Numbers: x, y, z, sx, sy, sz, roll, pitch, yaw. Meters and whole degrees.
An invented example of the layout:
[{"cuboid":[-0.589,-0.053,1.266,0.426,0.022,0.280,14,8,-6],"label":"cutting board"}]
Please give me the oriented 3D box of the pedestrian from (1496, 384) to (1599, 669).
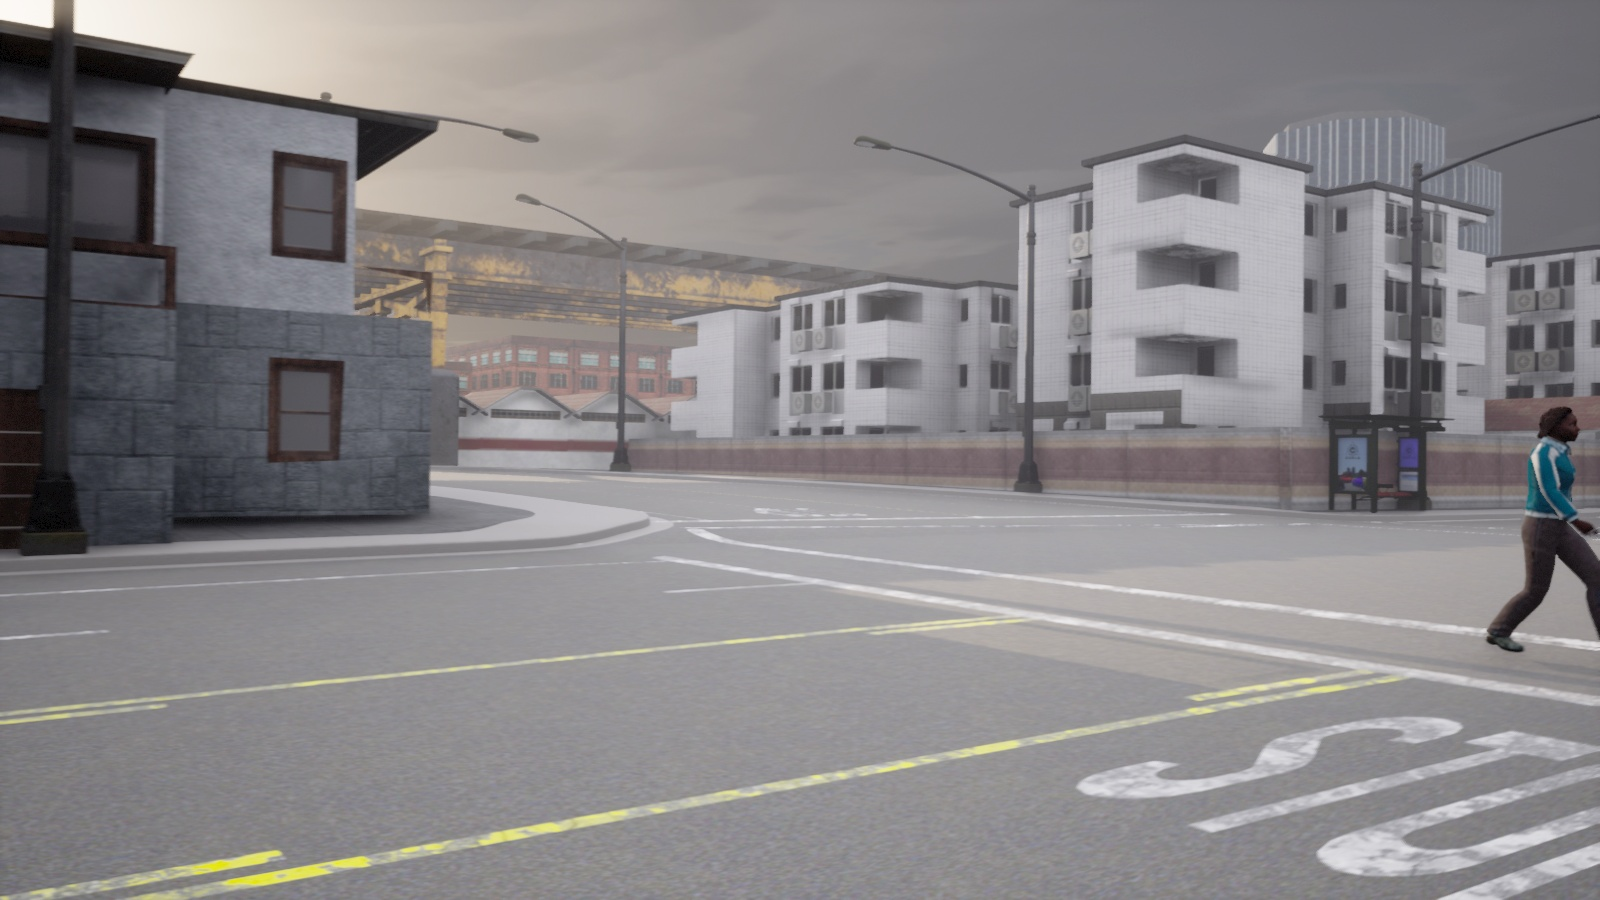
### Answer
[{"cuboid":[5.377,0.520,8.877,0.396,1.930,0.692,1,-1,-38],"label":"pedestrian"}]
